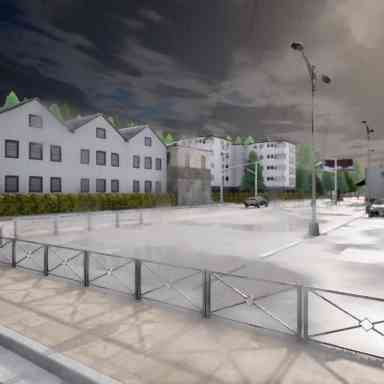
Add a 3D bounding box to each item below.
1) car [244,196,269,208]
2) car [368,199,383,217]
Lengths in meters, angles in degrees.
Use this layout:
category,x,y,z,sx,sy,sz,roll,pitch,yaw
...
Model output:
category,x,y,z,sx,sy,sz,roll,pitch,yaw
car,8.480,1.299,43.465,2.128,1.511,4.902,0,0,33
car,15.477,1.298,26.771,2.007,1.523,4.514,0,0,35
